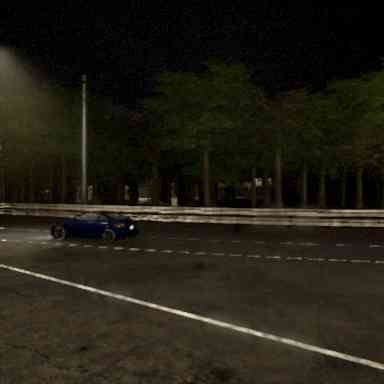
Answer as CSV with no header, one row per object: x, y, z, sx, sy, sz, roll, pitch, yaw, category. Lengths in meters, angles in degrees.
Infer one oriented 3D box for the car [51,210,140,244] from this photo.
-4.625,1.586,15.952,4.181,1.385,1.994,0,0,21,car
